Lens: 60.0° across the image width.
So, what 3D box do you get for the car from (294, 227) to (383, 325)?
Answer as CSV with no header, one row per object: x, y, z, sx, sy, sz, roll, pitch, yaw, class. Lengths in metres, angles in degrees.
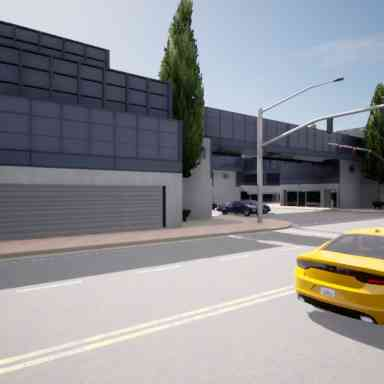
4.221,1.478,6.856,5.008,1.535,1.882,0,0,-36,car

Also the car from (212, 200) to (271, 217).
4.650,1.547,32.080,2.033,1.411,5.357,0,0,-37,car

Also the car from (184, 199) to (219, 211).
1.140,1.601,42.599,1.895,1.301,4.718,0,0,-37,car

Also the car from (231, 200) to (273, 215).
6.374,1.563,35.615,1.994,1.385,4.181,0,0,-37,car
